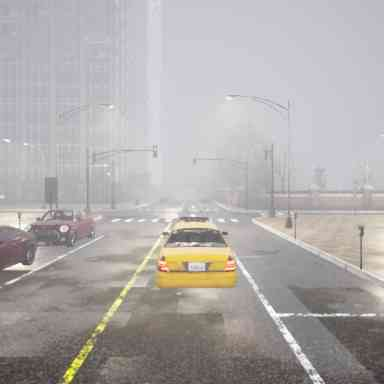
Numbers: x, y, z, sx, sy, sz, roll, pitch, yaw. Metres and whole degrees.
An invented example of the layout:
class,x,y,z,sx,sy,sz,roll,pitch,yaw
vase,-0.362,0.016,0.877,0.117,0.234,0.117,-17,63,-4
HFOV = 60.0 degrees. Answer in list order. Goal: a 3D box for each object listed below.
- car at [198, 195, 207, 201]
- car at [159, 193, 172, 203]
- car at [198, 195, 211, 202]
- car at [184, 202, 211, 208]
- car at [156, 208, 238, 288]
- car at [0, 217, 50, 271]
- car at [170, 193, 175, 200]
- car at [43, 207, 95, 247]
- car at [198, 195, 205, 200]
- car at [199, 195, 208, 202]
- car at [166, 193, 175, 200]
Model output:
class,x,y,z,sx,sy,sz,roll,pitch,yaw
car,2.617,1.457,80.347,2.008,1.369,4.403,0,0,0
car,-5.899,1.492,69.163,1.947,1.339,4.313,0,0,0
car,2.693,1.499,63.672,1.947,1.339,4.313,0,0,0
car,0.098,1.537,19.411,2.033,1.411,5.357,0,0,0
car,0.090,1.455,9.148,1.801,1.575,5.366,0,0,0
car,-5.699,1.580,8.947,1.802,1.307,4.206,0,0,0
car,-5.914,1.333,85.847,1.967,1.590,4.097,0,0,0
car,-5.704,1.435,14.640,1.967,1.590,4.097,0,0,0
car,2.607,1.421,91.468,1.887,1.381,4.507,0,0,0
car,2.622,1.462,74.786,1.887,1.381,4.507,0,0,0
car,-5.918,1.192,91.405,2.192,1.841,5.009,0,0,0
